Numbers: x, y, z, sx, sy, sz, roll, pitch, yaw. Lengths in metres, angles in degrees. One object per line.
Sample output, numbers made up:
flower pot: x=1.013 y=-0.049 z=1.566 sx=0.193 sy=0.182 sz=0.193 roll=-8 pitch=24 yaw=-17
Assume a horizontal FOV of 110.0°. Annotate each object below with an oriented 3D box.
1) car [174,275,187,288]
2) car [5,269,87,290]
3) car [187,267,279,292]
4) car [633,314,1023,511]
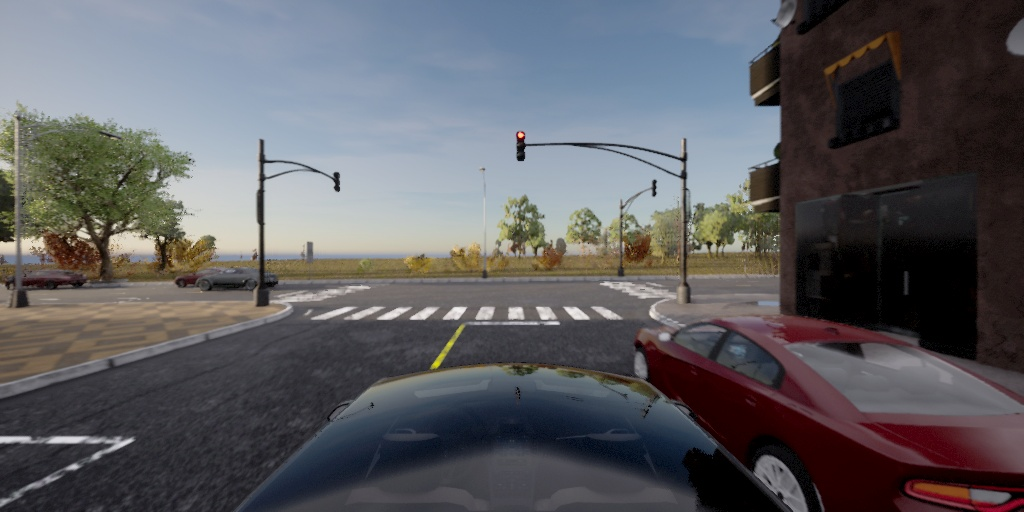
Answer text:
car: x=-20.572 y=1.438 z=24.604 sx=4.207 sy=1.307 sz=1.802 roll=0 pitch=0 yaw=0
car: x=-31.655 y=1.572 z=24.473 sx=4.207 sy=1.307 sz=1.802 roll=0 pitch=0 yaw=0
car: x=-16.731 y=1.381 z=21.940 sx=4.181 sy=1.385 sz=1.994 roll=-1 pitch=0 yaw=0
car: x=2.696 y=1.283 z=3.782 sx=1.888 sy=1.381 sz=4.507 roll=0 pitch=0 yaw=0
